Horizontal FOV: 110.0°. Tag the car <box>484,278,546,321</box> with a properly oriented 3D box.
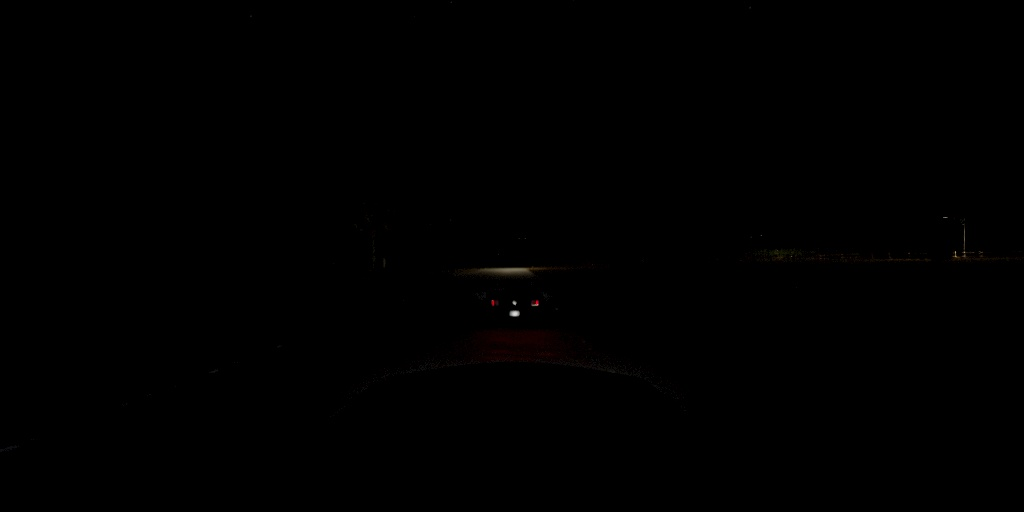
[{"bbox_3d":[0.091,1.447,12.906,1.895,1.301,4.718,0,-1,0],"label":"car"}]
